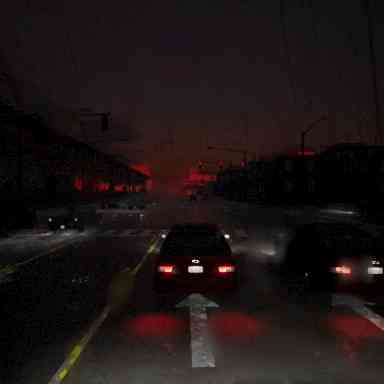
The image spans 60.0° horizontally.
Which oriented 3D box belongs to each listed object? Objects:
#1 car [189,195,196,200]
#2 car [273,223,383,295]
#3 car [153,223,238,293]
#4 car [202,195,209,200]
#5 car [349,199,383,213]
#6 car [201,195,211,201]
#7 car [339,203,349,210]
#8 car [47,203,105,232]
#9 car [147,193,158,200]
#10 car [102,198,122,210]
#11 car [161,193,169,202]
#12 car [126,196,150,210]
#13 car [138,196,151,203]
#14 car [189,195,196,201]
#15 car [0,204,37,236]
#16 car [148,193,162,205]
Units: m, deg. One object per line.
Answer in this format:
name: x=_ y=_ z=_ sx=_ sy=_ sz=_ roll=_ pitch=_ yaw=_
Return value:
car: x=0.232 y=1.500 z=93.755 sx=1.837 sy=1.490 sz=4.892 roll=0 pitch=0 yaw=0
car: x=3.582 y=1.547 z=8.854 sx=2.033 sy=1.411 sz=5.357 roll=0 pitch=0 yaw=2
car: x=0.091 y=1.547 z=8.962 sx=2.033 sy=1.411 sz=5.357 roll=0 pitch=0 yaw=0
car: x=3.733 y=1.524 z=94.009 sx=1.812 sy=1.442 sz=4.674 roll=0 pitch=0 yaw=0
car: x=20.050 y=1.564 z=36.375 sx=4.181 sy=1.385 sz=1.994 roll=0 pitch=0 yaw=0
car: x=3.709 y=1.553 z=84.194 sx=1.994 sy=1.385 sz=4.181 roll=0 pitch=0 yaw=0
car: x=20.634 y=1.547 z=39.879 sx=5.357 sy=1.411 sz=2.033 roll=0 pitch=0 yaw=0
car: x=-7.049 y=1.601 z=20.356 sx=1.895 sy=1.301 sz=4.718 roll=0 pitch=0 yaw=0
car: x=-10.284 y=1.277 z=86.999 sx=2.097 sy=1.767 sz=4.553 roll=0 pitch=0 yaw=0
car: x=-10.492 y=1.507 z=43.415 sx=1.837 sy=1.490 sz=4.892 roll=0 pitch=-1 yaw=0
car: x=-6.819 y=1.225 z=72.899 sx=2.150 sy=2.045 sz=5.566 roll=0 pitch=0 yaw=0
car: x=-6.992 y=1.601 z=43.167 sx=1.895 sy=1.301 sz=4.718 roll=0 pitch=0 yaw=0
car: x=-10.321 y=1.540 z=72.186 sx=2.033 sy=1.411 sz=5.357 roll=0 pitch=0 yaw=0
car: x=0.207 y=1.540 z=83.246 sx=2.033 sy=1.411 sz=5.357 roll=0 pitch=0 yaw=0
car: x=-10.554 y=1.477 z=18.557 sx=1.882 sy=1.535 sz=5.008 roll=0 pitch=0 yaw=0
car: x=-6.931 y=1.477 z=59.095 sx=1.882 sy=1.535 sz=5.008 roll=0 pitch=0 yaw=0
